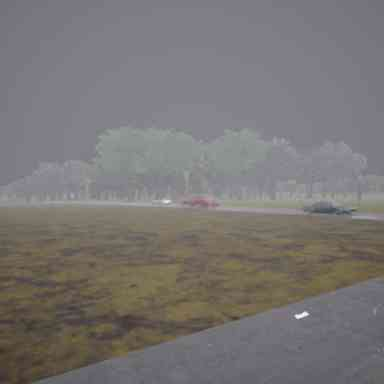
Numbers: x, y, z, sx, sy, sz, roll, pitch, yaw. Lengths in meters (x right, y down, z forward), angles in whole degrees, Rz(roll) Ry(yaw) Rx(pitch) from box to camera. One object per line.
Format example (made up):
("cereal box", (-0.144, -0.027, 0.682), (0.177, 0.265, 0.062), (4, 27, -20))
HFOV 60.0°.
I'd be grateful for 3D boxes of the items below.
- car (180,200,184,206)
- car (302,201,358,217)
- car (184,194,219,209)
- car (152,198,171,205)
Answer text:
("car", (-0.229, 1.649, 57.980), (2.128, 1.511, 4.902), (-2, 1, -35))
("car", (13.758, 1.623, 33.546), (2.033, 1.411, 5.357), (-2, 1, -36))
("car", (1.675, 1.389, 50.366), (2.150, 2.045, 5.566), (-2, 1, -36))
("car", (-6.136, 1.866, 66.115), (1.895, 1.301, 4.718), (-2, 0, -36))
